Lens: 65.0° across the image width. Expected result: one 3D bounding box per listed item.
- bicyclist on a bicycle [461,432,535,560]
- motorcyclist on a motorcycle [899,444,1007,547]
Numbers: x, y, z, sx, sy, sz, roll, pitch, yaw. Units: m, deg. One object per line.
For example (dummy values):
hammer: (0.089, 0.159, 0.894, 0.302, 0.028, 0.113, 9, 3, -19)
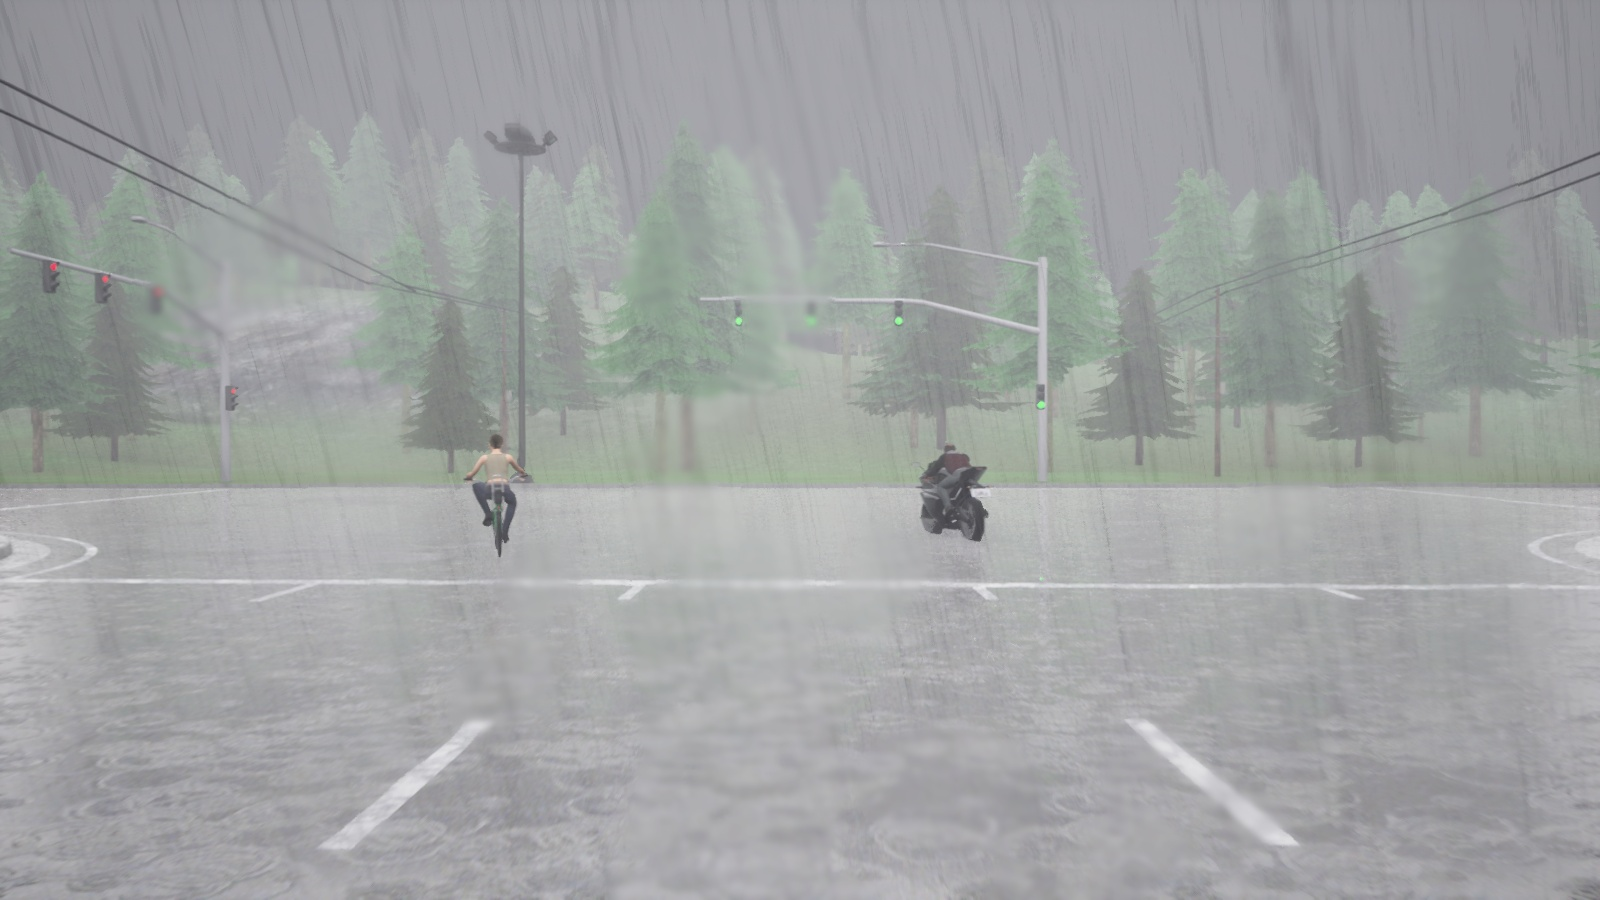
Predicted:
bicyclist on a bicycle: (-4.087, 0.584, 16.922, 0.866, 1.612, 1.509, -1, 1, -16)
motorcyclist on a motorcycle: (2.387, 0.671, 19.903, 0.866, 1.530, 2.191, -1, 1, -17)
